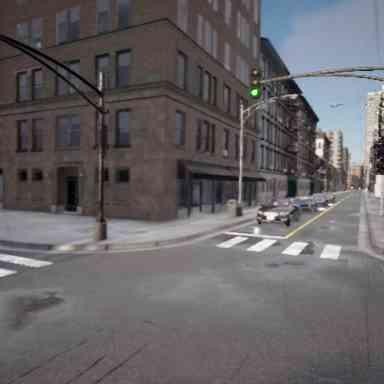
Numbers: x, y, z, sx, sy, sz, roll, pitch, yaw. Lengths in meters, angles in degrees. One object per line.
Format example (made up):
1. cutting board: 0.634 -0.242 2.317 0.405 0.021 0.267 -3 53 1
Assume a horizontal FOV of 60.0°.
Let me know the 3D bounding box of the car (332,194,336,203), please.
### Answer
1. car: 18.722 0.766 46.062 1.812 1.442 4.674 2 1 27

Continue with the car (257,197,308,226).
1. car: 5.313 1.091 19.965 2.128 1.511 4.902 2 1 27

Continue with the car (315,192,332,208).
1. car: 14.005 0.887 36.938 1.812 1.442 4.674 2 1 27

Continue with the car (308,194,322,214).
1. car: 9.501 1.084 28.150 1.895 1.301 4.718 2 1 27
